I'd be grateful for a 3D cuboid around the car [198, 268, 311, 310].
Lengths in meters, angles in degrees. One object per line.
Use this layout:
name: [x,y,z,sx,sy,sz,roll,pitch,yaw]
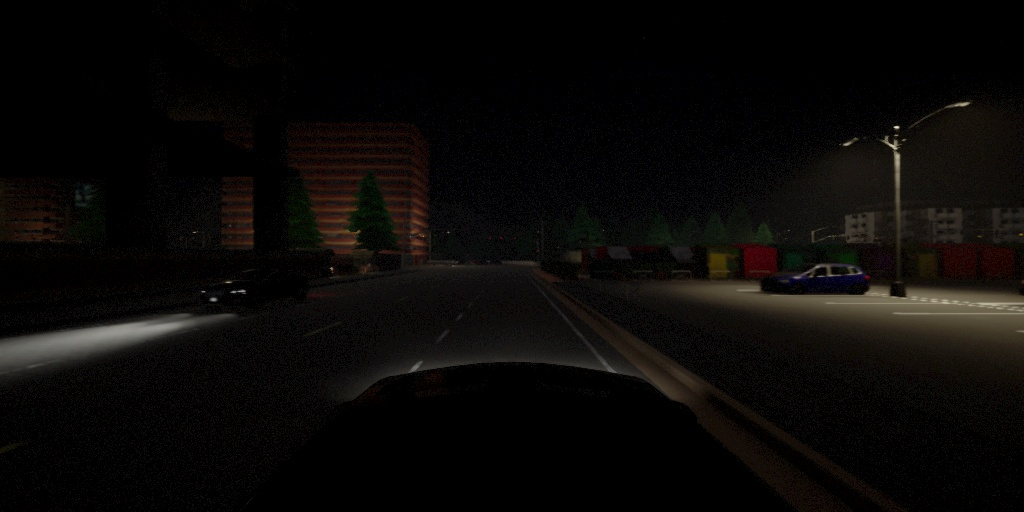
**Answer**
car: [-10.587,1.298,15.180,2.128,1.511,4.902,0,0,0]
